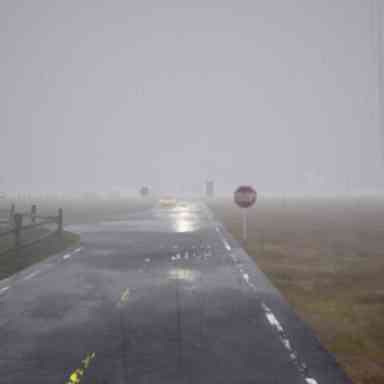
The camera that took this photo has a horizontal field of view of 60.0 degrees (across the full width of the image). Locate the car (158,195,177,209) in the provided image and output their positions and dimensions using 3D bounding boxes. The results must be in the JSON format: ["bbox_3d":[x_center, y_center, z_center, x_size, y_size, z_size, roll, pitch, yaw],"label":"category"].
[{"bbox_3d":[-2.753,1.093,37.863,1.882,1.535,5.008,0,2,0],"label":"car"}]
